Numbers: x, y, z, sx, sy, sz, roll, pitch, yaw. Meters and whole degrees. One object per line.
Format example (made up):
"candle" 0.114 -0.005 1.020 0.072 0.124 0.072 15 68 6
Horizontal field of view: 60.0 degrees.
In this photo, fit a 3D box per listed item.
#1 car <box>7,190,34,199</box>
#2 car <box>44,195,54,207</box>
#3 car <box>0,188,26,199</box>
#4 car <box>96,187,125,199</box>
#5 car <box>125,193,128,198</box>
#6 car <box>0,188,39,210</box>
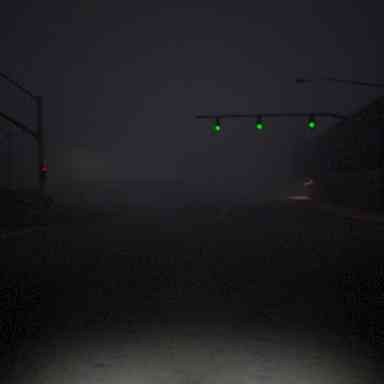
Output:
"car" -30.094 0.418 58.532 3.905 1.438 1.784 0 1 9
"car" -16.155 0.600 33.674 3.866 1.878 1.905 0 1 9
"car" -30.592 0.270 55.673 4.605 1.855 1.932 0 1 9
"car" -13.265 0.177 53.079 3.866 1.878 1.905 0 1 9
"car" -12.820 0.353 55.944 3.806 1.475 1.970 0 1 9
"car" -16.640 0.660 30.820 4.605 1.855 1.932 0 1 9
